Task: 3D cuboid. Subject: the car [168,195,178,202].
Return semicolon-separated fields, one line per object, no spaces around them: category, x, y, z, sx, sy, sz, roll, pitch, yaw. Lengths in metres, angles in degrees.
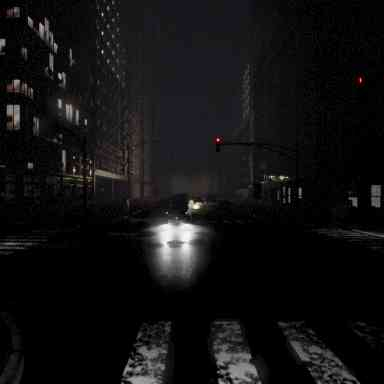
car;-4.188;1.426;74.902;1.967;1.590;4.097;0;0;0

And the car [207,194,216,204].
car;3.746;1.313;63.884;2.192;1.841;5.009;0;0;0

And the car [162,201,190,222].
car;-1.253;1.620;26.672;1.895;1.301;4.718;0;0;-4

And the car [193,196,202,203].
car;1.145;1.528;73.303;2.033;1.411;5.357;0;0;0

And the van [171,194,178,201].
van;-4.215;1.321;80.429;1.690;1.788;3.998;0;0;0

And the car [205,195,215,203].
car;3.719;1.432;69.412;1.967;1.590;4.097;0;0;0

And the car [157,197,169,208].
car;-4.055;1.592;47.264;1.802;1.307;4.206;0;0;0

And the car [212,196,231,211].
car;3.902;1.579;41.776;1.947;1.339;4.313;0;0;0

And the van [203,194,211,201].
van;3.665;1.321;80.467;1.690;1.788;3.998;0;0;0

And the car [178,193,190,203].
car;-1.588;1.201;67.327;2.150;2.045;5.566;0;0;0

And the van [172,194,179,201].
van;-4.242;1.315;85.957;1.690;1.788;3.998;0;0;0

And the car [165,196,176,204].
car;-4.135;1.564;63.846;1.947;1.339;4.313;0;0;0

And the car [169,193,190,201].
car;-1.580;1.232;45.349;2.150;2.045;5.566;0;0;0

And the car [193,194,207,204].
car;1.271;1.524;62.996;1.812;1.442;4.674;0;0;0
